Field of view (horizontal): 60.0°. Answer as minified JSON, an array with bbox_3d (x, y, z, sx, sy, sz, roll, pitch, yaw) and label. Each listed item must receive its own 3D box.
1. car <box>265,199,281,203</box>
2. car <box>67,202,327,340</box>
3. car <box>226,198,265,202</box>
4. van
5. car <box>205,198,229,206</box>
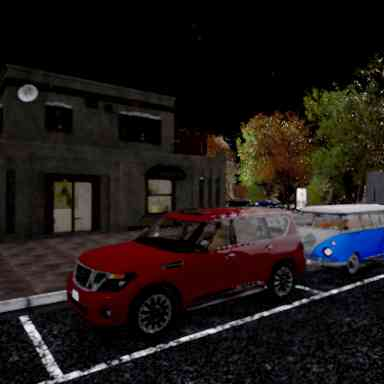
[{"bbox_3d":[10.228,1.644,46.502,1.895,1.301,4.718,0,-1,-34],"label":"car"},{"bbox_3d":[0.214,1.288,6.700,5.009,1.841,2.192,0,1,-36],"label":"car"},{"bbox_3d":[7.083,1.523,45.348,2.128,1.511,4.902,0,-1,-34],"label":"car"},{"bbox_3d":[4.716,1.275,9.933,3.998,1.788,1.690,0,1,-36],"label":"van"},{"bbox_3d":[4.542,1.741,60.855,1.812,1.442,4.674,0,-1,-34],"label":"car"}]
